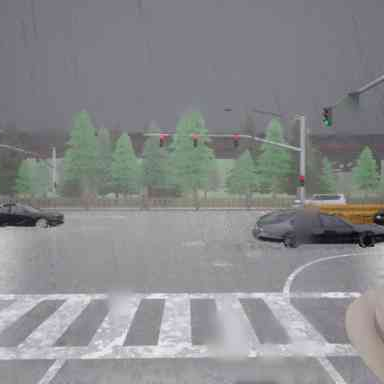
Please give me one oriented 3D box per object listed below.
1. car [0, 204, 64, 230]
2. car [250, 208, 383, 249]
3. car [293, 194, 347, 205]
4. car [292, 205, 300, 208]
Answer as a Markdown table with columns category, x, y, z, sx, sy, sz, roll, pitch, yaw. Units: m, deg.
| category | x | y | z | sx | sy | sz | roll | pitch | yaw |
| --- | --- | --- | --- | --- | --- | --- | --- | --- | --- |
| car | -10.495 | 1.477 | 20.467 | 5.008 | 1.535 | 1.882 | 0 | 0 | -2 |
| car | 5.217 | 1.547 | 13.935 | 5.357 | 1.411 | 2.033 | 0 | 0 | -2 |
| car | 13.548 | 1.221 | 35.398 | 5.566 | 2.045 | 2.150 | 0 | 0 | -2 |
| car | 5.464 | 1.564 | 17.445 | 4.181 | 1.385 | 1.994 | 0 | 0 | -2 |
